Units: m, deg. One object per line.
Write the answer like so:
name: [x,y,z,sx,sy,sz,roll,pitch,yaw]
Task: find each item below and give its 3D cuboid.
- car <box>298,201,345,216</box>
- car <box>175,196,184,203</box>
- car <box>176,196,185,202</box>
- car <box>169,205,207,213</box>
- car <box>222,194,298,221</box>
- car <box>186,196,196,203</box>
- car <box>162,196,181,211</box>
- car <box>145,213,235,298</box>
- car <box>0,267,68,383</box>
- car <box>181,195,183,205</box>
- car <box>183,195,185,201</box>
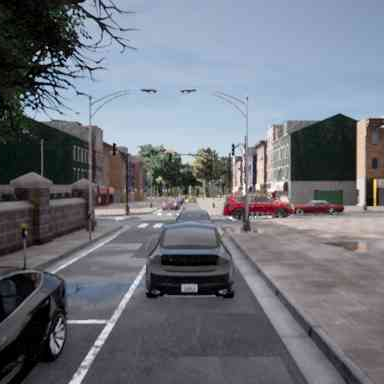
car: [10.920,1.442,29.802,4.718,1.301,1.895,-1,1,0]
car: [-2.739,1.690,74.123,1.887,1.381,4.507,-1,0,0]
car: [-2.746,1.728,79.558,1.947,1.339,4.313,-1,0,0]
car: [0.079,1.560,15.936,2.033,1.411,5.357,0,0,0]
car: [5.224,1.181,26.851,5.566,2.045,2.150,-1,0,0]
car: [-0.079,1.616,71.671,1.882,1.535,5.008,0,0,0]
car: [-2.699,1.497,41.515,1.967,1.590,4.097,-1,0,0]
car: [-0.033,1.509,8.492,1.837,1.490,4.892,0,0,0]
car: [-2.648,1.567,3.195,1.947,1.339,4.313,-1,0,0]
car: [-2.706,1.510,46.950,1.967,1.590,4.097,-1,0,0]
car: [-2.726,1.658,63.254,1.887,1.381,4.507,-1,0,0]
